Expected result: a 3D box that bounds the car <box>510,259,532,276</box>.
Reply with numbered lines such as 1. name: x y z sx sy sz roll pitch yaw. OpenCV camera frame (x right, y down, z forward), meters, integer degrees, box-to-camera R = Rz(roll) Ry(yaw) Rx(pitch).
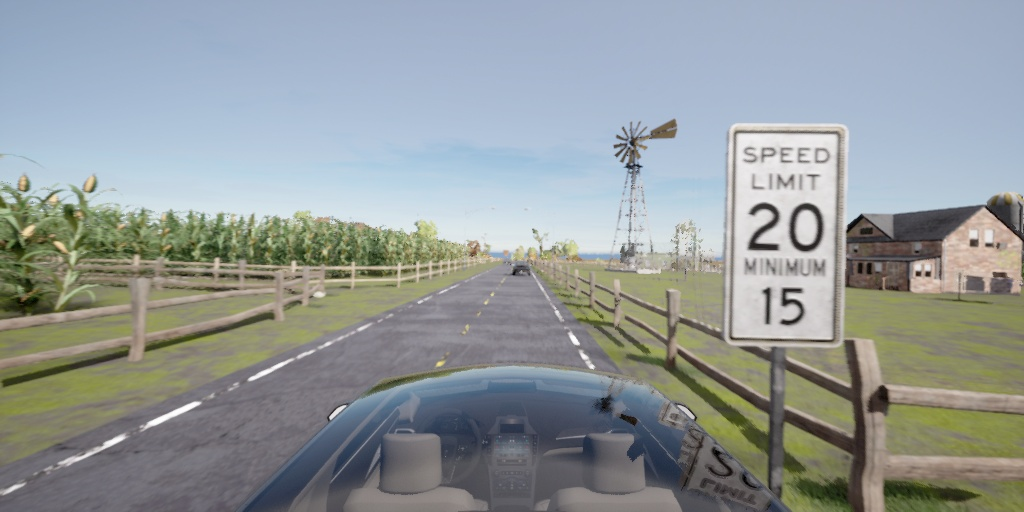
1. car: 1.000 1.259 37.856 1.837 1.490 4.892 1 0 2
